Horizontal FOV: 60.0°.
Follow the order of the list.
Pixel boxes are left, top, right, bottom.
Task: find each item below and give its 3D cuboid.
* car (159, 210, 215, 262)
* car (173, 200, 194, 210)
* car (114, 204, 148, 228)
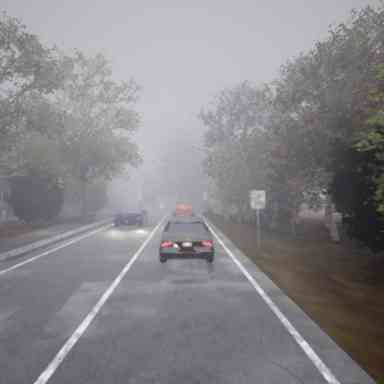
[{"bbox_3d":[-0.215,1.633,12.448,2.033,1.411,5.357,0,0,-2],"label":"car"},{"bbox_3d":[-0.861,1.630,34.335,2.097,1.767,4.553,0,-1,-2],"label":"car"},{"bbox_3d":[-4.239,1.639,23.776,1.882,1.535,5.008,0,0,-2],"label":"car"}]
